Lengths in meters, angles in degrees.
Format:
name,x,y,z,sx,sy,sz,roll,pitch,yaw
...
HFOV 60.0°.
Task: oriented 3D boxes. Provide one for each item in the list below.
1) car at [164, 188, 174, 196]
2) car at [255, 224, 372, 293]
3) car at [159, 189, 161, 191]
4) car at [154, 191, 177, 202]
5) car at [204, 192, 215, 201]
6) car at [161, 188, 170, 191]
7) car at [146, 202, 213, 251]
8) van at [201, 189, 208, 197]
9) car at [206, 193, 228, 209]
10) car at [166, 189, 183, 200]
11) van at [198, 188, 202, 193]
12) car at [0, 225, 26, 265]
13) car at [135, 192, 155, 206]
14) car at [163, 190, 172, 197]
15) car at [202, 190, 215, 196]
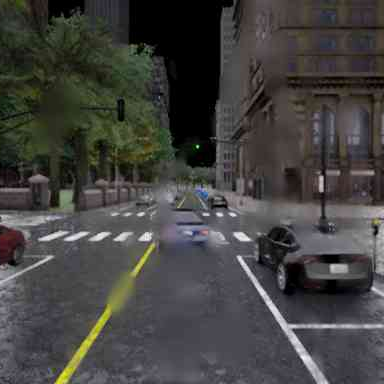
name,x,y,z,sx,sy,sz,roll,pitch,yaw
car,-5.768,0.037,83.543,2.192,1.841,5.009,0,1,0
car,2.759,1.442,8.317,1.947,1.339,4.313,0,1,0
car,-5.767,0.757,45.607,1.967,1.590,4.097,0,1,0
car,-3.093,0.928,39.988,1.812,1.442,4.674,0,1,0
car,2.759,0.965,40.170,1.947,1.339,4.313,0,1,0
car,-5.767,0.506,61.867,1.967,1.590,4.097,0,1,0
car,-0.585,1.355,13.218,2.033,1.411,5.357,0,1,-11
van,2.758,0.575,51.006,1.690,1.788,3.998,0,1,0
car,2.759,1.047,34.750,1.947,1.339,4.313,0,1,0
car,-3.054,0.643,57.185,1.837,1.490,4.892,0,1,0
van,2.758,0.236,72.685,1.690,1.788,3.998,0,1,0
car,-5.766,1.457,8.335,1.802,1.307,4.206,0,1,0
car,-5.767,0.950,40.190,2.008,1.369,4.403,0,1,0
car,-5.767,0.336,77.957,1.752,1.417,4.829,0,1,0
car,2.759,0.840,45.759,1.752,1.417,4.829,0,1,0
